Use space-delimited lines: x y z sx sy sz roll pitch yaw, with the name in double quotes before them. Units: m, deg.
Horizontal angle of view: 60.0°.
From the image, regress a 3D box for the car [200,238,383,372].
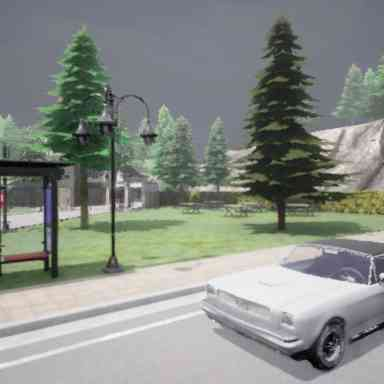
"car" 2.467 1.557 5.720 4.718 1.301 1.895 -1 0 -35
